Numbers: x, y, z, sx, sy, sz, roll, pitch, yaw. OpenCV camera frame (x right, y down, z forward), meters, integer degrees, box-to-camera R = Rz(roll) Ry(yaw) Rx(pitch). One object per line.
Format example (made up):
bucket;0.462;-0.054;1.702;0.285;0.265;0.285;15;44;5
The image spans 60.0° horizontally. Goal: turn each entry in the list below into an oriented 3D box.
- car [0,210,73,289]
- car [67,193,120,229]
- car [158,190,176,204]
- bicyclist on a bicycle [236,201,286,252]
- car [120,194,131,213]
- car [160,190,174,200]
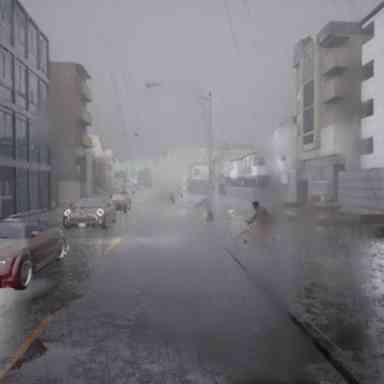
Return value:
car;-4.688;1.391;8.403;1.994;1.385;4.181;0;1;-5
car;-5.485;0.968;18.303;2.097;1.767;4.553;0;1;-5
car;-3.099;0.632;40.916;1.837;1.490;4.892;0;1;-5
bicyclist on a bicycle;2.198;1.113;10.626;1.656;1.620;0.582;0;1;-5
car;-6.267;0.884;28.181;1.882;1.535;5.008;0;1;-4
car;-3.931;0.456;51.205;2.033;1.411;5.357;0;1;-5
